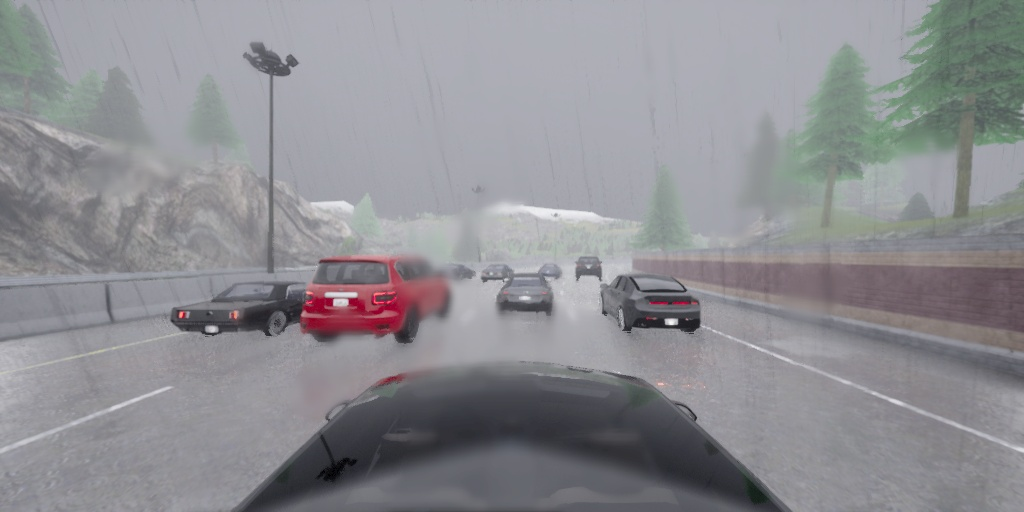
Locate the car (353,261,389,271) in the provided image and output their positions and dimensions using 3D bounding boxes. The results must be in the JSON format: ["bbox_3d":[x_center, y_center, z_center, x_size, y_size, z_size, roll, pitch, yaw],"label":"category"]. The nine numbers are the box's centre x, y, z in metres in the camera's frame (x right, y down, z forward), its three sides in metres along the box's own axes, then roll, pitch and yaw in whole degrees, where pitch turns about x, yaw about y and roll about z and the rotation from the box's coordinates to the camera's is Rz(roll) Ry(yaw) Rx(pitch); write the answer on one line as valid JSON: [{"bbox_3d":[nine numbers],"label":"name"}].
[{"bbox_3d":[-20.444,1.410,52.256,2.033,1.411,5.357,0,0,17],"label":"car"}]

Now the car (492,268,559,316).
[{"bbox_3d":[0.599,1.339,13.661,1.994,1.385,4.181,0,0,5],"label":"car"}]

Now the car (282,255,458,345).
[{"bbox_3d":[-3.197,0.992,9.706,2.150,2.045,5.566,0,0,3],"label":"car"}]

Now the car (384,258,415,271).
[{"bbox_3d":[-16.496,1.214,52.887,2.097,1.767,4.553,0,0,18],"label":"car"}]

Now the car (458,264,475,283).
[{"bbox_3d":[-4.495,1.356,28.770,2.033,1.411,5.357,0,0,10],"label":"car"}]

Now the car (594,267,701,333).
[{"bbox_3d":[3.892,1.275,10.820,1.837,1.490,4.892,0,0,4],"label":"car"}]

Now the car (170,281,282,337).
[{"bbox_3d":[-6.659,1.371,10.339,1.895,1.301,4.718,0,0,3],"label":"car"}]

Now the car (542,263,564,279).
[{"bbox_3d":[3.670,1.379,33.529,1.994,1.385,4.181,0,0,13],"label":"car"}]

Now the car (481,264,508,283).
[{"bbox_3d":[-1.009,1.354,28.406,2.033,1.411,5.357,0,0,11],"label":"car"}]

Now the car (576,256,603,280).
[{"bbox_3d":[6.839,1.033,31.832,2.150,2.045,5.566,0,0,13],"label":"car"}]
